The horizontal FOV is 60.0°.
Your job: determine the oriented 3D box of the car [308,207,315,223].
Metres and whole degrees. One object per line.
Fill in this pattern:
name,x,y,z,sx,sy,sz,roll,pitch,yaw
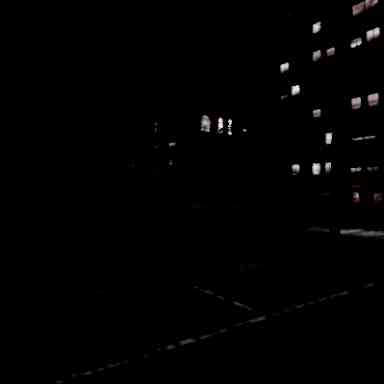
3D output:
car,7.009,2.041,26.627,1.895,1.301,4.718,0,-1,-36

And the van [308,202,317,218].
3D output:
van,10.051,1.853,32.265,1.690,1.788,3.998,-1,0,-36
